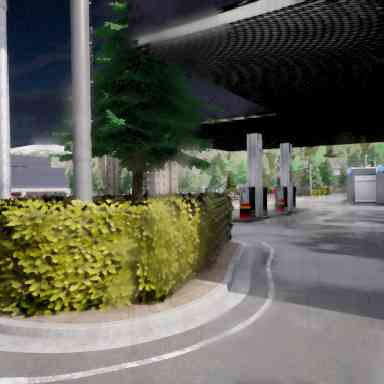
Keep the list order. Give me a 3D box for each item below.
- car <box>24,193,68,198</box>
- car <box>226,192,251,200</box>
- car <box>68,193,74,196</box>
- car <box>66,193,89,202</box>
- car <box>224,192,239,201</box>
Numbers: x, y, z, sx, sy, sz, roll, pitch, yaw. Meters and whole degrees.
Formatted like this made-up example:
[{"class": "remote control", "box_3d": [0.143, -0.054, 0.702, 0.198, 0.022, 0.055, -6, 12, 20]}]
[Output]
[{"class": "car", "box_3d": [-14.770, 1.183, 33.590, 3.866, 1.878, 1.905, -1, 1, 35]}, {"class": "car", "box_3d": [9.212, 0.812, 66.501, 4.514, 1.523, 2.007, -1, 1, 35]}, {"class": "car", "box_3d": [-24.237, 1.124, 63.879, 3.866, 1.878, 1.905, -1, 1, 35]}, {"class": "car", "box_3d": [-22.891, 1.103, 66.488, 4.605, 1.855, 1.932, -1, 1, 35]}, {"class": "car", "box_3d": [7.439, 0.851, 63.912, 5.027, 1.636, 2.152, -1, 1, 35]}]
